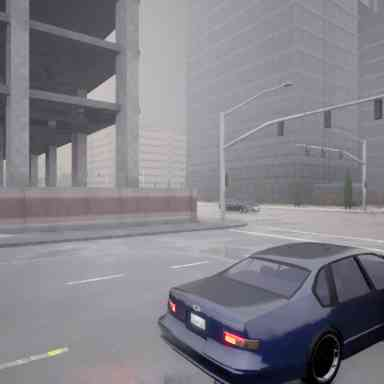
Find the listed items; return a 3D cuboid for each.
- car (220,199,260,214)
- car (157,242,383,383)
[{"bbox_3d":[4.942,1.491,34.790,2.128,1.511,4.902,0,0,-36],"label":"car"},{"bbox_3d":[2.123,1.547,5.303,5.357,1.411,2.033,0,0,-35],"label":"car"}]
